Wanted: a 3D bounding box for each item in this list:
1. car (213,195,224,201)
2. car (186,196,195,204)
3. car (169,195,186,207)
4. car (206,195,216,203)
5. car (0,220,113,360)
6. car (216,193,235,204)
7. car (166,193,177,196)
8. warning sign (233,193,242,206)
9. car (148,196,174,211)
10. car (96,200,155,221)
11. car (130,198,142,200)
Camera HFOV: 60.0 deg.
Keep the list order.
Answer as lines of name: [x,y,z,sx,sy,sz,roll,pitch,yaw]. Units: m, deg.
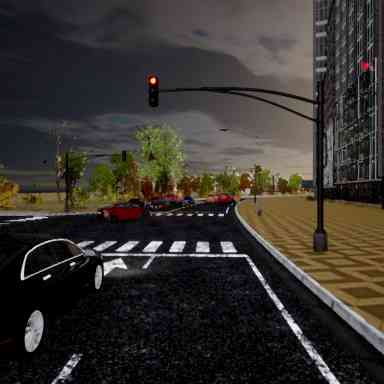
car: [6.469,1.392,80.534,1.812,1.442,4.674,0,0,14]
car: [-0.686,1.532,62.115,1.812,1.442,4.674,0,0,10]
car: [-2.608,1.603,50.593,1.895,1.301,4.718,0,0,9]
car: [4.324,1.362,70.802,2.097,1.767,4.553,0,0,12]
car: [-3.011,1.504,5.935,1.837,1.490,4.892,0,0,1]
car: [6.542,1.228,64.632,2.150,2.045,5.566,0,-1,12]
car: [-3.969,1.224,62.293,2.150,2.045,5.566,0,0,10]
warning sign: [6.554,1.122,48.257,1.300,1.860,1.060,0,0,8]
car: [-3.926,1.564,40.701,1.994,1.385,4.181,0,0,7]
car: [-5.474,1.562,26.498,4.181,1.385,1.994,0,0,-39]
car: [-7.104,1.524,41.486,1.812,1.442,4.674,0,0,7]
